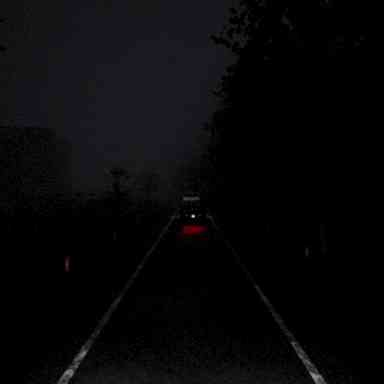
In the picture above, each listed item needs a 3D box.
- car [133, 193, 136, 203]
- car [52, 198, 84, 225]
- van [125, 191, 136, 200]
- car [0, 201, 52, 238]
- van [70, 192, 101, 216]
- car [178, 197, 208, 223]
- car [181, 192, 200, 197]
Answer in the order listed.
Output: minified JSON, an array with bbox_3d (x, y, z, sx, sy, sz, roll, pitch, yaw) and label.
[{"bbox_3d":[-10.443,0.825,55.039,2.435,2.045,5.566,1,-1,-9],"label":"car"},{"bbox_3d":[-9.099,1.314,21.805,2.163,1.488,4.792,0,-1,-2],"label":"car"},{"bbox_3d":[-13.217,0.753,71.489,1.878,1.987,4.442,1,-1,-15],"label":"van"},{"bbox_3d":[-9.088,1.315,16.293,2.231,1.521,4.892,0,-1,-2],"label":"car"},{"bbox_3d":[-9.115,1.020,28.315,1.878,1.987,4.442,0,-1,-3],"label":"van"},{"bbox_3d":[0.078,1.349,24.295,1.837,1.490,4.892,0,0,0],"label":"car"},{"bbox_3d":[-0.175,0.959,40.817,2.150,2.045,5.566,0,1,-3],"label":"car"}]
